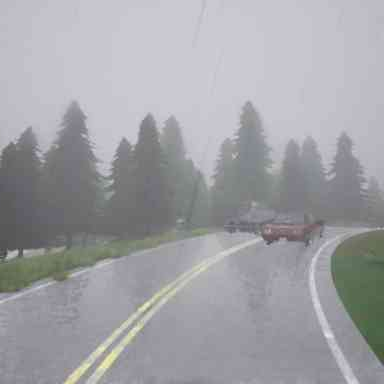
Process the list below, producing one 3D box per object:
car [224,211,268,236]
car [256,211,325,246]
[{"bbox_3d":[3.832,1.781,19.752,1.895,1.301,4.718,-3,-3,38],"label":"car"},{"bbox_3d":[4.804,1.620,15.281,1.895,1.301,4.718,-3,-1,31],"label":"car"}]
